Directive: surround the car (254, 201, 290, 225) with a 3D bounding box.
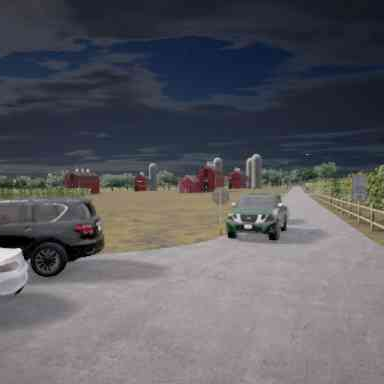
[{"bbox_3d":[5.600,1.350,22.819,1.994,1.385,4.181,0,0,19],"label":"car"}]

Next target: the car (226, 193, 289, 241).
[{"bbox_3d":[3.323,1.075,16.356,2.150,2.045,5.566,0,0,21],"label":"car"}]

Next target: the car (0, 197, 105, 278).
[{"bbox_3d":[-5.393,1.230,9.623,5.566,2.045,2.150,-1,1,-4],"label":"car"}]

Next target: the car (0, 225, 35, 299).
[{"bbox_3d":[-5.629,1.616,6.139,4.674,1.442,1.812,-2,1,-21],"label":"car"}]
